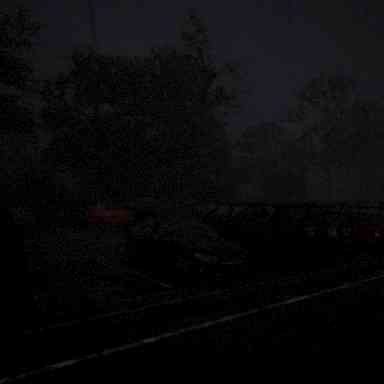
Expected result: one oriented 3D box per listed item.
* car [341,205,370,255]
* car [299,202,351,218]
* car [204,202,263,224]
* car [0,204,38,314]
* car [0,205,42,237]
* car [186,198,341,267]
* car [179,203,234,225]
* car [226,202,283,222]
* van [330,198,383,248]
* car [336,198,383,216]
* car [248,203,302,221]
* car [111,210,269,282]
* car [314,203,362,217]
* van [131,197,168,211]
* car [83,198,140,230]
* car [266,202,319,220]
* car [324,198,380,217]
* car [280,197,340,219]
[{"bbox_3d":[4.216,1.482,13.411,2.185,1.767,4.553,1,-1,-36],"label":"car"},{"bbox_3d":[14.663,1.930,37.010,2.097,1.535,5.008,1,-1,-36],"label":"car"},{"bbox_3d":[3.447,1.724,28.755,1.946,1.575,5.366,1,-1,-36],"label":"car"},{"bbox_3d":[-4.940,1.226,6.946,2.435,2.045,5.566,1,0,-36],"label":"car"},{"bbox_3d":[-10.251,1.547,19.192,2.002,1.452,4.674,1,0,-35],"label":"car"},{"bbox_3d":[1.904,1.321,11.833,2.435,2.045,5.566,1,-1,-36],"label":"car"},{"bbox_3d":[1.076,1.728,27.283,2.002,1.452,4.674,1,-1,-36],"label":"car"},{"bbox_3d":[5.607,1.767,30.523,2.097,1.535,5.008,1,-1,-36],"label":"car"},{"bbox_3d":[6.547,1.422,14.975,1.878,1.987,4.442,1,-1,-36],"label":"van"},{"bbox_3d":[21.369,1.816,41.786,2.435,2.045,5.566,1,-1,-36],"label":"car"},{"bbox_3d":[7.885,1.836,32.125,2.163,1.488,4.792,1,-1,-36],"label":"car"},{"bbox_3d":[-0.368,1.537,10.182,2.231,1.521,4.892,1,-1,-36],"label":"car"},{"bbox_3d":[16.823,2.012,38.561,2.002,1.452,4.674,1,-1,-36],"label":"car"},{"bbox_3d":[-3.522,1.383,24.140,1.878,1.987,4.442,1,-1,-36],"label":"van"},{"bbox_3d":[-5.699,1.447,22.402,2.185,1.767,4.553,1,-1,-36],"label":"car"},{"bbox_3d":[10.115,1.875,33.794,2.163,1.488,4.792,1,-1,-36],"label":"car"},{"bbox_3d":[19.206,1.770,40.235,2.435,2.045,5.566,1,-1,-36],"label":"car"},{"bbox_3d":[12.414,1.635,35.371,2.435,2.045,5.566,1,-1,-36],"label":"car"}]
